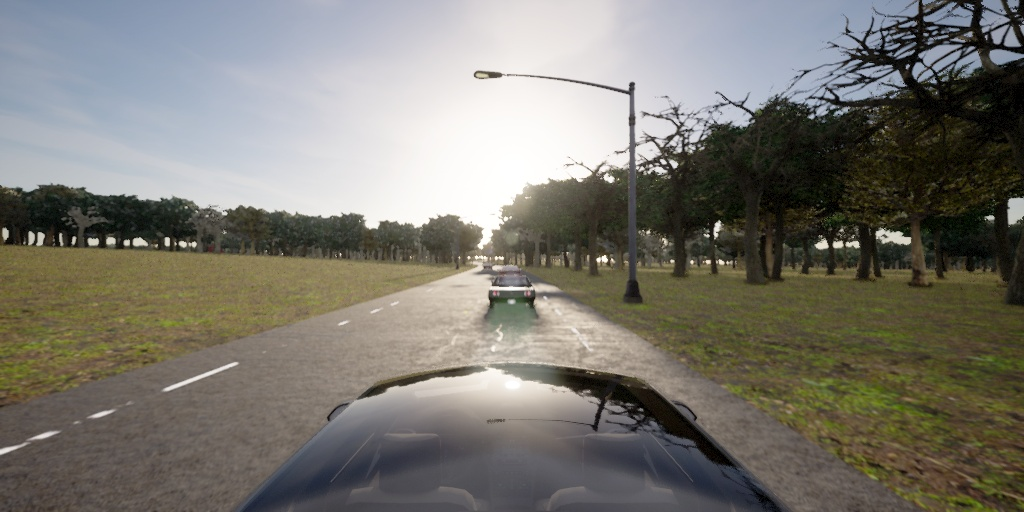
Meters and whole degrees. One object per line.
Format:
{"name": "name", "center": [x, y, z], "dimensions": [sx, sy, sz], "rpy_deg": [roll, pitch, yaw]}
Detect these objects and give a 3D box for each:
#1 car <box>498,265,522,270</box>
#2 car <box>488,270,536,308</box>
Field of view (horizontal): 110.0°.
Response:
{"name": "car", "center": [-0.158, 1.531, 31.353], "dimensions": [1.882, 1.535, 5.008], "rpy_deg": [0, 0, -1]}
{"name": "car", "center": [-0.014, 1.491, 15.974], "dimensions": [1.895, 1.301, 4.718], "rpy_deg": [0, -1, 0]}
